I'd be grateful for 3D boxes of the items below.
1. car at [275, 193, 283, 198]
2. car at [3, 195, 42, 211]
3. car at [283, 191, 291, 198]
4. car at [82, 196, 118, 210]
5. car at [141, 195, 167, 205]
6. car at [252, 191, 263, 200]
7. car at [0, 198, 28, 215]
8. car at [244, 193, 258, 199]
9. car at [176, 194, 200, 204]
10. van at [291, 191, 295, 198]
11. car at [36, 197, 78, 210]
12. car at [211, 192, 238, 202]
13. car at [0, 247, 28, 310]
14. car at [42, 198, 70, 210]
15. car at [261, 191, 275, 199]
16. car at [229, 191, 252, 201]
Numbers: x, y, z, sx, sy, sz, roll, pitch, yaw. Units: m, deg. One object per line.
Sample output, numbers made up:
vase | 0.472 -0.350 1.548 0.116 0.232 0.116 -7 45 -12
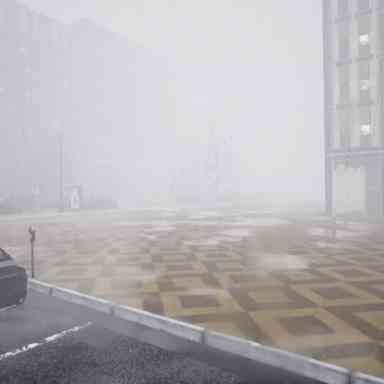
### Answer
car | 18.900 0.938 77.592 2.008 1.369 4.403 -1 0 36
car | -20.296 1.228 37.728 2.192 1.841 5.009 -1 0 36
car | 22.141 0.932 82.071 1.802 1.307 4.206 -1 0 36
car | -10.267 1.186 37.292 1.967 1.590 4.097 -1 0 36
car | -6.025 1.195 52.990 1.882 1.535 5.008 -1 0 36
car | 12.419 1.046 68.637 1.802 1.307 4.206 -1 0 36
car | -16.747 1.413 28.336 1.802 1.307 4.206 -1 0 36
car | 15.353 1.040 86.985 1.947 1.339 4.313 -1 0 36
car | -0.545 1.062 50.725 1.967 1.590 4.097 -1 0 36
van | 25.379 0.654 86.549 1.690 1.788 3.998 -1 0 36
car | -17.053 1.415 42.207 1.887 1.381 4.507 -1 0 36
car | 5.937 1.093 59.681 2.008 1.369 4.403 -1 0 36
car | -4.979 1.553 6.596 4.403 1.369 2.008 0 -1 35
car | -15.323 1.438 40.188 1.895 1.301 4.718 -1 0 36
car | 15.657 0.740 73.114 2.192 1.841 5.009 -1 0 36
car | 9.178 1.048 64.159 1.887 1.381 4.507 -1 0 36
